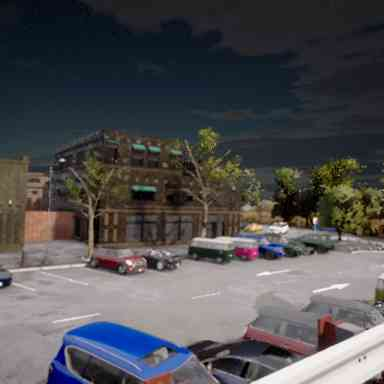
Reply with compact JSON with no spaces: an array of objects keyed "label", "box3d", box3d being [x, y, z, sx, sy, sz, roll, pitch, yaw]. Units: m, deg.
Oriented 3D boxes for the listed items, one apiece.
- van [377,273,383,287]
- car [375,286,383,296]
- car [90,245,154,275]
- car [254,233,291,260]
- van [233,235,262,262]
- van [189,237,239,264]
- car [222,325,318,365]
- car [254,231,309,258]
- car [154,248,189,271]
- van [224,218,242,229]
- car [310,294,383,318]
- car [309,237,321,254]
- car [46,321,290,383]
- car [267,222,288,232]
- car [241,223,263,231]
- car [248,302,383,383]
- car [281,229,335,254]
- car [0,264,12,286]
[{"label":"van","box3d":[11.428,5.270,16.119,4.442,1.987,1.878,2,-1,34]},{"label":"car","box3d":[8.871,5.353,14.408,4.892,1.521,2.231,2,-1,34]},{"label":"car","box3d":[-5.497,4.969,24.995,4.553,1.767,2.185,0,-3,34]},{"label":"car","box3d":[6.556,5.527,33.599,5.566,2.045,2.435,0,-3,34]},{"label":"van","box3d":[4.031,5.416,31.946,4.442,1.987,1.878,0,-2,34]},{"label":"van","box3d":[1.630,5.279,30.221,4.442,1.987,1.878,0,-2,34]},{"label":"car","box3d":[1.489,4.961,9.147,4.792,1.488,2.163,2,-1,34]},{"label":"car","box3d":[8.957,5.664,35.324,5.566,2.045,2.435,0,-3,34]},{"label":"car","box3d":[-3.071,5.233,26.702,4.892,1.521,2.231,0,-2,34]},{"label":"van","box3d":[8.572,6.587,69.155,1.878,1.987,4.442,1,-1,36]},{"label":"car","box3d":[6.401,5.086,12.686,4.553,1.767,2.185,2,-1,34]},{"label":"car","box3d":[11.350,6.081,37.050,4.792,1.488,2.163,0,-3,34]},{"label":"car","box3d":[-0.900,4.542,7.355,5.566,2.045,2.435,2,-1,34]},{"label":"car","box3d":[15.405,6.550,59.300,2.435,2.045,5.566,1,-1,36]},{"label":"car","box3d":[12.122,6.812,64.436,1.946,1.575,5.366,0,-2,36]},{"label":"car","box3d":[3.949,4.946,10.912,4.553,1.767,2.185,2,-1,34]},{"label":"car","box3d":[13.703,5.936,38.792,5.566,2.045,2.435,0,-2,34]},{"label":"car","box3d":[-12.650,4.713,19.785,4.792,1.488,2.163,0,-3,34]}]
